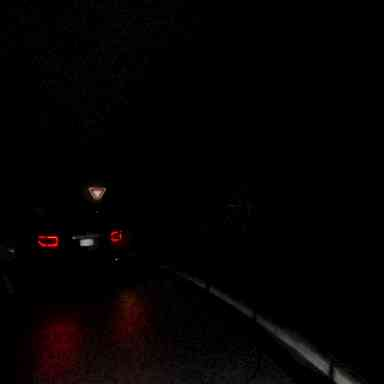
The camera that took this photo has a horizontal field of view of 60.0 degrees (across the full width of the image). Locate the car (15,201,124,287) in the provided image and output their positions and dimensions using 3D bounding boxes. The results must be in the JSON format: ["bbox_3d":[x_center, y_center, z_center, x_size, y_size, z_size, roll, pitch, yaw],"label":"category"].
[{"bbox_3d":[-3.843,1.275,9.899,2.150,2.045,5.566,0,0,-32],"label":"car"}]
